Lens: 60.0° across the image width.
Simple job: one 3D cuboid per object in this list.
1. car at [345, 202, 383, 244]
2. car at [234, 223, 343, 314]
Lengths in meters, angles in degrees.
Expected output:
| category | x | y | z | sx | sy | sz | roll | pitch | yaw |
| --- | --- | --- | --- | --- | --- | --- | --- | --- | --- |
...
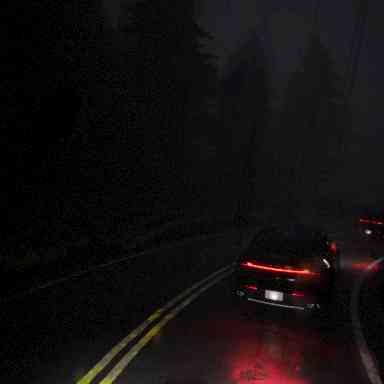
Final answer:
| category | x | y | z | sx | sy | sz | roll | pitch | yaw |
| --- | --- | --- | --- | --- | --- | --- | --- | --- | --- |
| car | 9.477 | 1.410 | 15.352 | 4.892 | 1.490 | 1.837 | -1 | 5 | -33 |
| car | 2.426 | 1.503 | 7.857 | 1.837 | 1.490 | 4.892 | 2 | 1 | 25 |
